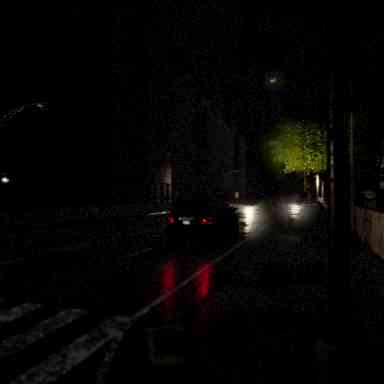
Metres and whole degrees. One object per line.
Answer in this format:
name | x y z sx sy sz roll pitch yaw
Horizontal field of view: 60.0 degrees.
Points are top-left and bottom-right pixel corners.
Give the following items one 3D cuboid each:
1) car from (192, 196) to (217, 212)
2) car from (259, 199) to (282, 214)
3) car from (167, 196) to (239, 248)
car | 1.930 1.675 48.410 2.150 2.045 5.566 0 -1 20
car | 9.205 1.883 39.754 2.033 1.411 5.357 0 -1 20
car | 0.684 1.333 15.740 2.150 2.045 5.566 0 -1 20
